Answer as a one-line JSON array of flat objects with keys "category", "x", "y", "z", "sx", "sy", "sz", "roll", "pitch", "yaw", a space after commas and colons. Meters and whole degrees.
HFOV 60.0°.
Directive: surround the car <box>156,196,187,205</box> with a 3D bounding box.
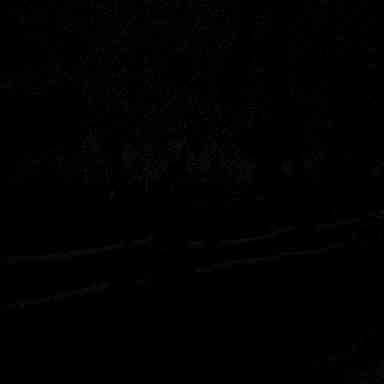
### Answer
[{"category": "car", "x": -3.166, "y": 1.391, "z": 51.228, "sx": 4.892, "sy": 1.490, "sz": 1.837, "roll": 0, "pitch": 0, "yaw": 17}]
